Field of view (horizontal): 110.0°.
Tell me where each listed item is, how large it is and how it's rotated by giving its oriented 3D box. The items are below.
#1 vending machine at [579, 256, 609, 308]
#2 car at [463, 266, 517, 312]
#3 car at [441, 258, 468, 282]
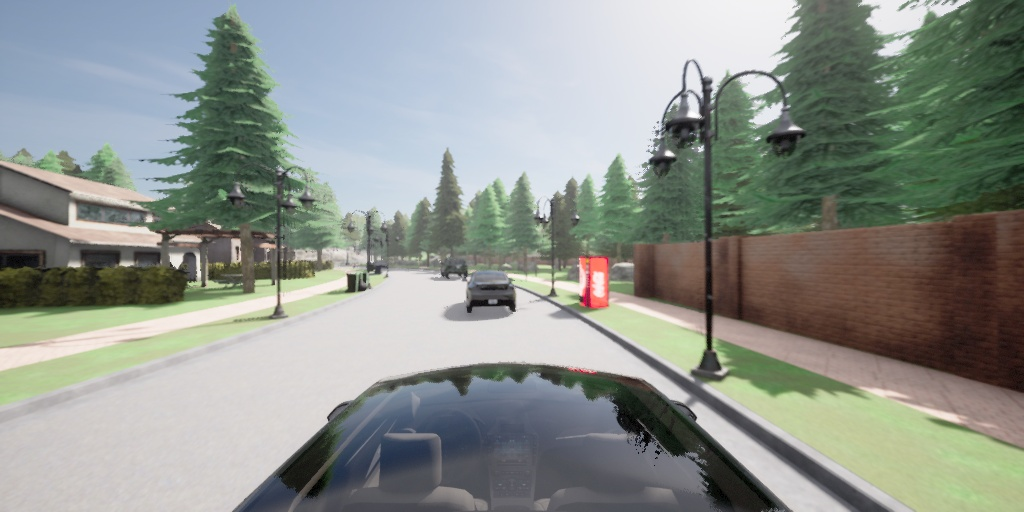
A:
[{"bbox_3d":[3.139,0.994,13.726,1.100,2.100,0.880,0,0,-7],"label":"vending machine"},{"bbox_3d":[-0.951,1.328,14.662,1.837,1.490,4.892,0,0,-7],"label":"car"},{"bbox_3d":[-5.898,1.183,36.442,2.150,2.045,5.566,0,0,-18],"label":"car"}]
